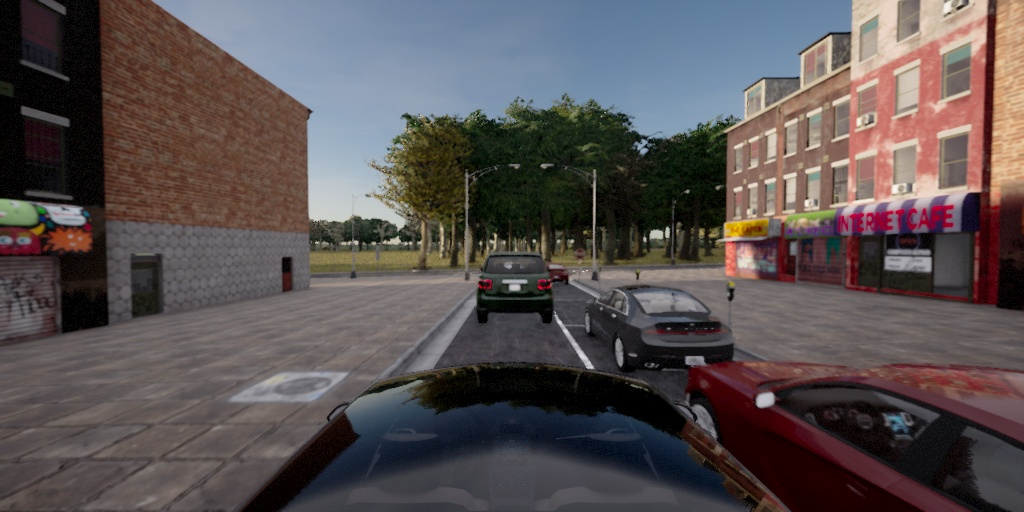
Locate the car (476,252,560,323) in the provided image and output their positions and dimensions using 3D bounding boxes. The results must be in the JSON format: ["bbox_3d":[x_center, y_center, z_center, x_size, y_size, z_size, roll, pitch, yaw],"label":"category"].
[{"bbox_3d":[0.098,0.878,11.850,2.150,2.045,5.566,0,0,1],"label":"car"}]

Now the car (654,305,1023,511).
[{"bbox_3d":[2.637,1.293,1.944,1.888,1.381,4.507,0,0,0],"label":"car"}]

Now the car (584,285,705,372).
[{"bbox_3d":[2.637,1.248,7.350,2.007,1.370,4.403,0,0,0],"label":"car"}]

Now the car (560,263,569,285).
[{"bbox_3d":[2.637,1.098,23.569,1.888,1.381,4.507,0,0,0],"label":"car"}]
